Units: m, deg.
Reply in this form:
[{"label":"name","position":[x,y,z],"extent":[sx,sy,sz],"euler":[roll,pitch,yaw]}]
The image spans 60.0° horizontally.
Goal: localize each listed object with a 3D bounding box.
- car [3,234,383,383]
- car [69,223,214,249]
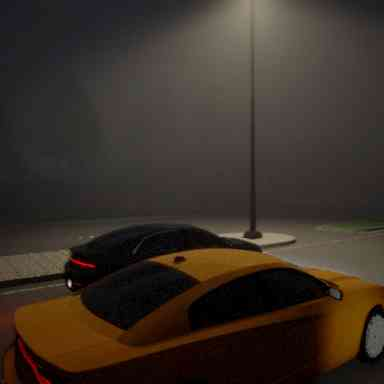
[{"label":"car","position":[0.540,1.466,4.128],"extent":[5.008,1.535,1.882],"euler":[0,0,-35]},{"label":"car","position":[-0.374,1.488,7.774],"extent":[4.892,1.490,1.837],"euler":[0,0,-35]}]
